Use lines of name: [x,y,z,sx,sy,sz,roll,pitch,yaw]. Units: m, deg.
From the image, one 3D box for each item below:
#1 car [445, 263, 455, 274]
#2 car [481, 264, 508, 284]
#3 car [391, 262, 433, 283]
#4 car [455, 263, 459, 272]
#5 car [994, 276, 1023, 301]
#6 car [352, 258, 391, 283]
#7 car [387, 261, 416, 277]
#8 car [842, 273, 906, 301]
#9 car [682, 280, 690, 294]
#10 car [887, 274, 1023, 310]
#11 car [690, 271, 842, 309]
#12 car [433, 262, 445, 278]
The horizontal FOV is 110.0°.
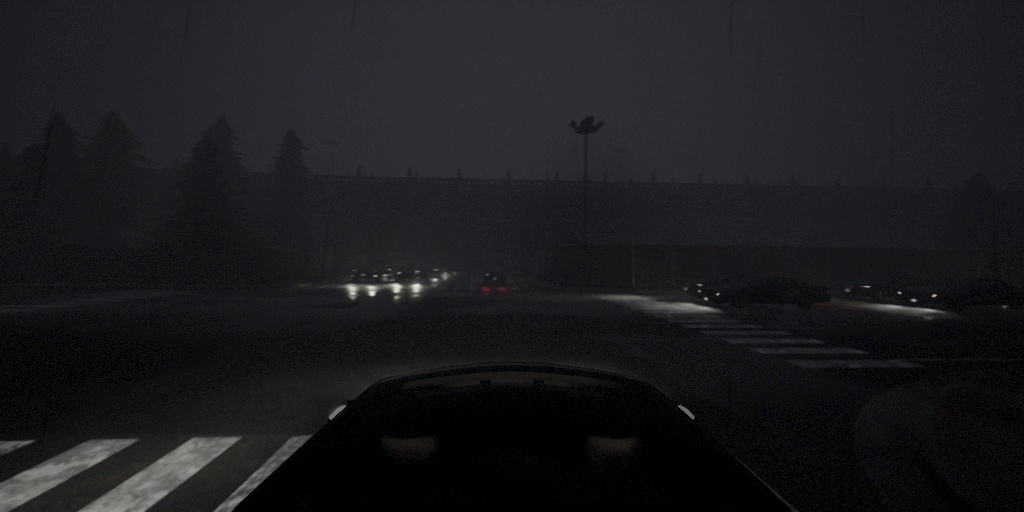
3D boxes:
car: [-9.626,1.848,50.384,1.994,1.385,4.181,1,-1,-2]
car: [-1.483,1.657,31.307,1.812,1.442,4.674,1,-1,-3]
car: [-8.710,1.395,31.621,2.097,1.767,4.553,1,-1,-3]
car: [-10.092,1.892,60.470,1.882,1.535,5.008,1,-1,-3]
car: [31.503,1.923,20.966,4.181,1.385,1.994,1,-1,-4]
car: [-12.224,1.223,31.874,2.150,2.045,5.566,1,-1,-3]
car: [-12.717,1.477,41.521,2.097,1.767,4.553,1,-1,-3]
car: [21.457,1.715,20.439,4.902,1.511,2.128,1,-1,-3]
car: [12.065,1.589,19.972,4.902,1.511,2.128,1,-1,-3]
car: [21.459,1.724,16.934,5.357,1.411,2.033,1,-1,-3]
car: [11.444,1.588,16.410,5.357,1.411,2.033,1,-1,-3]
car: [-9.184,1.510,40.560,2.097,1.767,4.553,1,-1,-5]
